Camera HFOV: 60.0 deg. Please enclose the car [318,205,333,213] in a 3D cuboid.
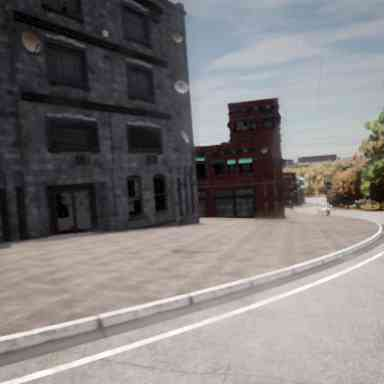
[{"bbox_3d":[24.672,3.171,61.688,1.812,1.442,4.674,-4,-2,6],"label":"car"}]
